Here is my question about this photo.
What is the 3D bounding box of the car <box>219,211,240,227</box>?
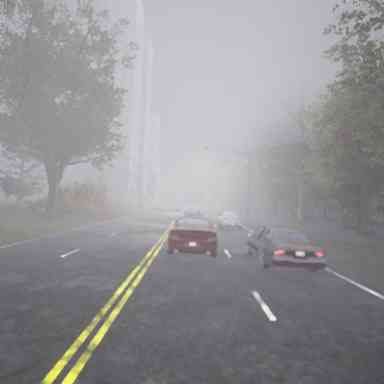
[{"bbox_3d":[3.257,2.398,28.907,1.812,1.442,4.674,3,-1,1],"label":"car"}]

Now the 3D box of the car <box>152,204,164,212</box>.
[{"bbox_3d":[-6.619,3.054,65.103,1.812,1.442,4.674,2,-1,0],"label":"car"}]

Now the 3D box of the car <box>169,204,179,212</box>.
[{"bbox_3d":[-3.373,3.141,65.145,2.128,1.511,4.902,2,-1,0],"label":"car"}]

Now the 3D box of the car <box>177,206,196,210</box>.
[{"bbox_3d":[-0.003,2.224,28.485,2.128,1.511,4.902,3,1,0],"label":"car"}]

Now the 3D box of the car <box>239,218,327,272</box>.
[{"bbox_3d":[3.273,1.981,12.571,2.033,1.411,5.357,3,-2,0],"label":"car"}]

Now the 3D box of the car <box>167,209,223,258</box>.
[{"bbox_3d":[0.045,1.760,14.243,1.882,1.535,5.008,3,-1,0],"label":"car"}]
